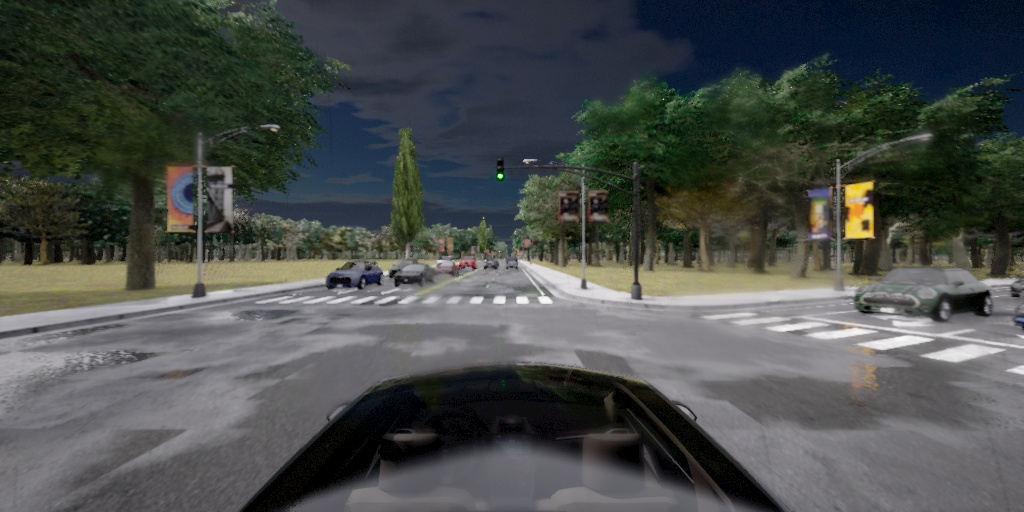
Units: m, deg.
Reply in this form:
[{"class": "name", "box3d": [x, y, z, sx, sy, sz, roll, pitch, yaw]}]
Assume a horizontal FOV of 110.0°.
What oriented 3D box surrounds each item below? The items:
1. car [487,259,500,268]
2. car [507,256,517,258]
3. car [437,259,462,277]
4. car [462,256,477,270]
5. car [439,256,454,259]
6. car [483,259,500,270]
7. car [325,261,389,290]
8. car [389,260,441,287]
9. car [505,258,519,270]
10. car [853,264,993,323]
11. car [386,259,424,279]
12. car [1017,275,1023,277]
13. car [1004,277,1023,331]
[{"class": "car", "box3d": [-3.246, 1.310, 64.070, 2.128, 1.511, 4.902, 0, 0, 0]}, {"class": "car", "box3d": [0.004, 1.050, 64.101, 2.150, 2.045, 5.566, 0, 0, 0]}, {"class": "car", "box3d": [-6.570, 1.297, 36.553, 1.812, 1.442, 4.674, 0, 0, 0]}, {"class": "car", "box3d": [-6.510, 1.020, 53.967, 2.150, 2.045, 5.566, 0, 0, 0]}, {"class": "car", "box3d": [-9.760, 1.017, 53.124, 2.150, 2.045, 5.566, 0, 0, 1]}, {"class": "car", "box3d": [-3.246, 1.322, 54.070, 1.812, 1.442, 4.674, 0, 0, 0]}, {"class": "car", "box3d": [-9.832, 1.114, 22.721, 2.097, 1.767, 4.553, 0, 0, 0]}, {"class": "car", "box3d": [-6.575, 1.241, 24.770, 1.882, 1.535, 5.008, 0, 0, 0]}, {"class": "car", "box3d": [0.004, 1.342, 53.653, 2.033, 1.411, 5.357, 0, 0, 0]}, {"class": "car", "box3d": [14.289, 1.185, 12.525, 4.553, 1.767, 2.097, 0, 0, -22]}, {"class": "car", "box3d": [-9.829, 1.125, 33.320, 2.097, 1.767, 4.553, 0, 0, 0]}, {"class": "car", "box3d": [27.093, 1.393, 17.918, 4.674, 1.442, 1.812, 0, 0, -23]}, {"class": "car", "box3d": [15.848, 1.364, 9.626, 5.357, 1.411, 2.033, 0, 0, -23]}]
